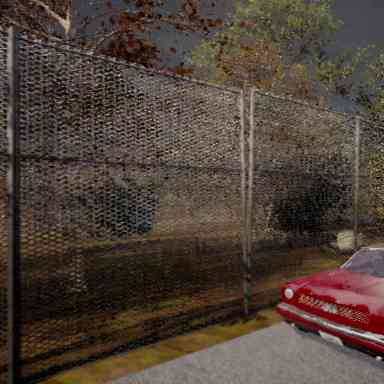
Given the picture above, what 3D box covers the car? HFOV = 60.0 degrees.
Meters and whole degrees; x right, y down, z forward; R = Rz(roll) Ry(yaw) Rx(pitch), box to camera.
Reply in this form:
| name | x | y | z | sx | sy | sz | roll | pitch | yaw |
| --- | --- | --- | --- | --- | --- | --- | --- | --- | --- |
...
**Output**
| name | x | y | z | sx | sy | sz | roll | pitch | yaw |
| --- | --- | --- | --- | --- | --- | --- | --- | --- | --- |
| car | 3.615 | 1.614 | 5.645 | 4.718 | 1.301 | 1.895 | 0 | 0 | -35 |
